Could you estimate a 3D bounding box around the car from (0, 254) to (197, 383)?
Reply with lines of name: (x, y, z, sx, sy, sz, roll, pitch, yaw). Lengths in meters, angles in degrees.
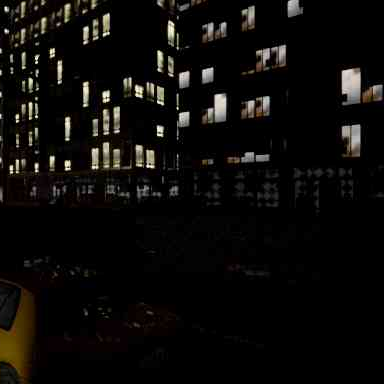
car: (-2.228, 1.525, 4.459, 4.829, 1.417, 1.752, 0, 0, 36)
